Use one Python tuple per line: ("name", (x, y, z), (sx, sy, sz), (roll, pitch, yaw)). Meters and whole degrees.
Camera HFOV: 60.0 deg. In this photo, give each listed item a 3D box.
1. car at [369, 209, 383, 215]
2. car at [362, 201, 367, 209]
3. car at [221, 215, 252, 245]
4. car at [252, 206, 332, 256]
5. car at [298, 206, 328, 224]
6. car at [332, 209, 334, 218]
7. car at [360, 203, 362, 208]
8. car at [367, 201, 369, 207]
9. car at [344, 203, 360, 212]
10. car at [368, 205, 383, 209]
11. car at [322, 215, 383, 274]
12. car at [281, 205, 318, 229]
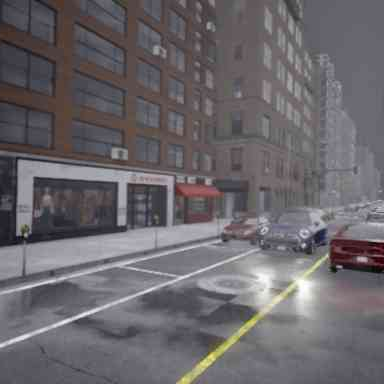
("car", (12.494, 2.071, 22.221), (1.994, 1.385, 4.181), (1, -1, 31))
("car", (39.686, 3.214, 78.540), (1.752, 1.417, 4.829), (1, -1, 31))
("car", (2.967, 1.831, 16.956), (1.802, 1.307, 4.206), (1, -1, 31))
("car", (4.579, 1.610, 14.696), (2.097, 1.767, 4.553), (1, -1, 31))
("car", (11.358, 2.105, 31.027), (1.752, 1.417, 4.829), (1, -1, 31))
("car", (14.270, 2.245, 35.912), (2.008, 1.369, 4.403), (1, -1, 31))
("car", (31.045, 2.897, 64.047), (1.887, 1.381, 4.507), (1, -1, 31))
("car", (42.682, 3.368, 83.565), (1.947, 1.339, 4.313), (1, -1, 31))
("car", (28.136, 2.789, 59.168), (2.008, 1.369, 4.403), (1, -1, 31))
("car", (18.676, 2.279, 32.786), (1.812, 1.442, 4.674), (1, -1, 31))
("car", (5.842, 1.723, 11.063), (1.882, 1.535, 5.008), (1, -1, 31))
("car", (8.621, 1.912, 26.436), (1.967, 1.590, 4.097), (1, -1, 31))
